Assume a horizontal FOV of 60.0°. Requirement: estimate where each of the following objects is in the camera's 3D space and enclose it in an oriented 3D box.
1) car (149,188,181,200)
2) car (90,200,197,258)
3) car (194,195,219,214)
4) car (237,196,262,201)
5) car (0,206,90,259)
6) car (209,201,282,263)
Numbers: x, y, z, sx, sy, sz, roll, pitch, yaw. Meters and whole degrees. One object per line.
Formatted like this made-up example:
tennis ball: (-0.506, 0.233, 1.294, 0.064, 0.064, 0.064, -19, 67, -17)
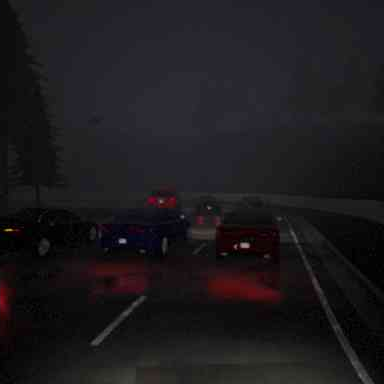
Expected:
car: (-2.156, 0.732, 26.875, 2.150, 2.045, 5.566, 1, 1, 2)
car: (-1.426, 1.255, 12.077, 1.882, 1.535, 5.008, 0, 1, 14)
car: (1.178, 1.017, 28.273, 1.812, 1.442, 4.674, 1, 1, -5)
car: (4.781, 1.040, 27.416, 1.812, 1.442, 4.674, 1, 1, -3)
car: (-5.091, 1.274, 11.782, 1.837, 1.490, 4.892, 0, 0, 14)
car: (2.014, 1.274, 11.419, 1.882, 1.535, 5.008, 0, 1, 14)
